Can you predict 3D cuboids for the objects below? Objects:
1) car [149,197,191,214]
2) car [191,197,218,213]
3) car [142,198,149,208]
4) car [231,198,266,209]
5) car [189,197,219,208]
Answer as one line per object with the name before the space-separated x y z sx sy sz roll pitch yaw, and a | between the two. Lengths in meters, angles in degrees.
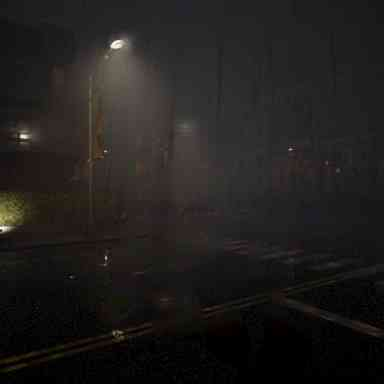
car | -2.397 1.526 34.987 1.812 1.442 4.674 0 0 -35
car | 0.688 1.564 36.683 1.994 1.385 4.181 0 0 -35
car | -5.113 1.492 45.110 2.128 1.511 4.902 0 0 -34
car | 7.882 1.547 46.781 2.033 1.411 5.357 0 0 -35
car | 1.760 1.478 49.498 1.882 1.535 5.008 0 0 -35
